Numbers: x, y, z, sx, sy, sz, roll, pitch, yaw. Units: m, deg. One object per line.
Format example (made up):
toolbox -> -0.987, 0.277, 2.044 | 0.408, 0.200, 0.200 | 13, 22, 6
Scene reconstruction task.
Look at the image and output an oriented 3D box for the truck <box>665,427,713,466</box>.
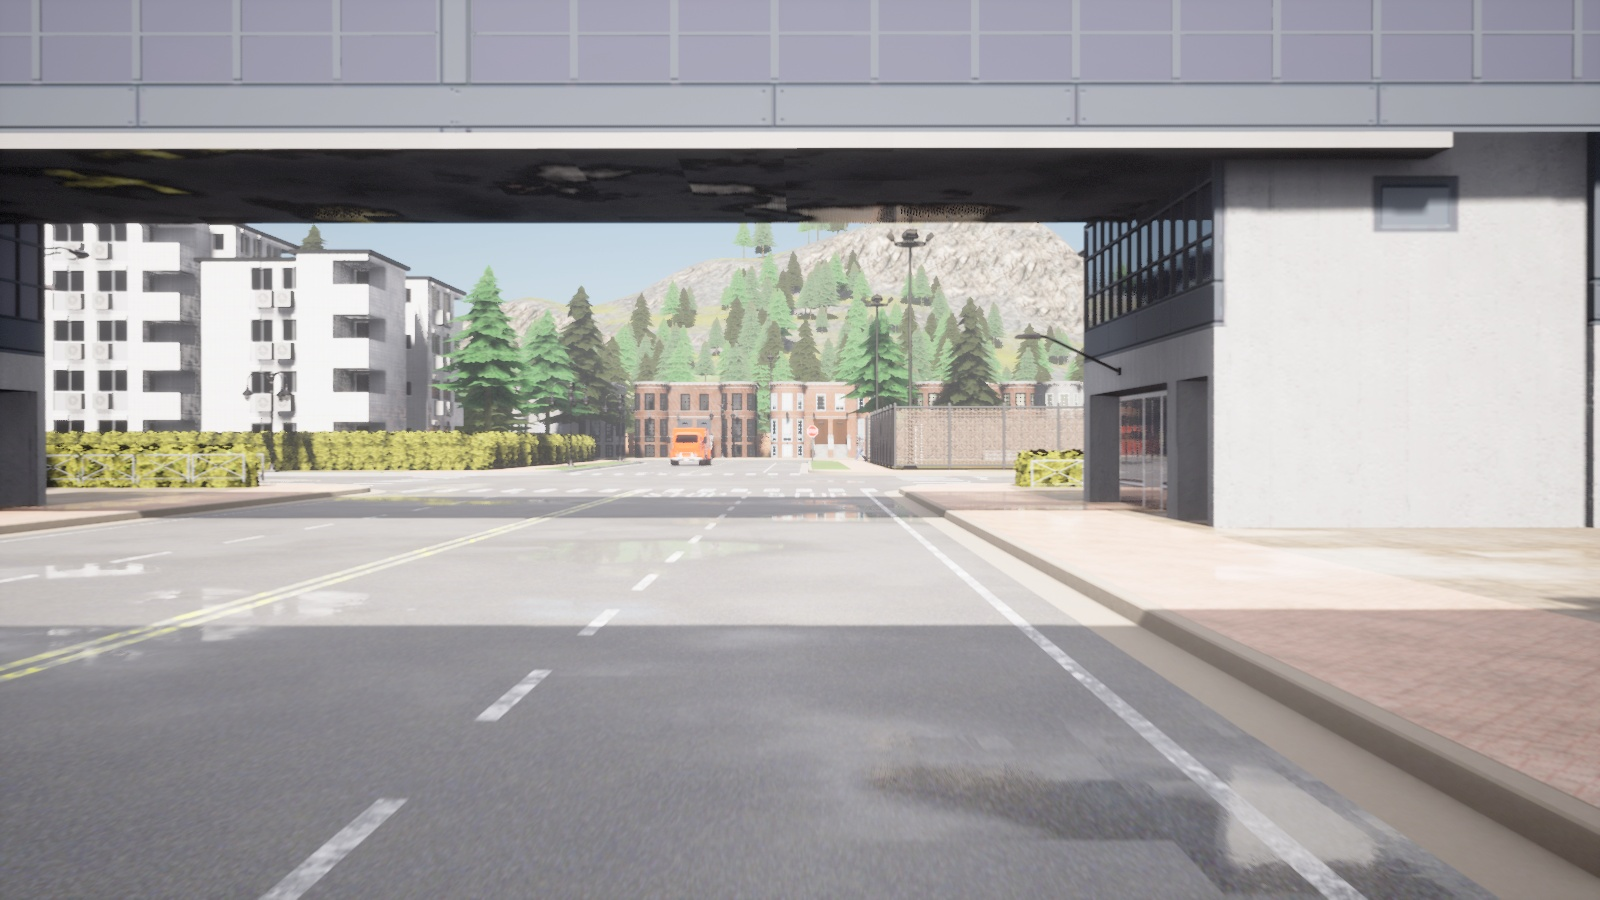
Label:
truck -> -7.174, -0.216, 81.823 | 2.627, 2.467, 5.204 | 0, 0, 0
